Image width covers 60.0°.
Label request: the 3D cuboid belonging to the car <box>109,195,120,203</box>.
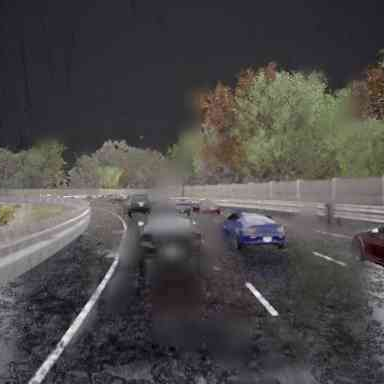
[{"bbox_3d":[-16.091,1.326,70.108,2.097,1.767,4.553,0,0,-26],"label":"car"}]

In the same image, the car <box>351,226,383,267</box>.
[{"bbox_3d":[6.195,1.531,9.333,1.994,1.385,4.181,0,0,3],"label":"car"}]

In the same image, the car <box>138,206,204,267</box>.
[{"bbox_3d":[-0.828,1.466,11.435,1.882,1.535,5.008,0,0,-7],"label":"car"}]

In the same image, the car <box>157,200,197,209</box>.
[{"bbox_3d":[-1.554,1.457,31.312,2.128,1.511,4.902,0,0,-17],"label":"car"}]

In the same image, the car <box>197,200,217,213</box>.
[{"bbox_3d":[1.298,1.516,33.681,1.994,1.385,4.181,0,0,-18],"label":"car"}]

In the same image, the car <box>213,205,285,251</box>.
[{"bbox_3d":[2.366,1.499,14.007,1.812,1.442,4.674,0,0,-7],"label":"car"}]

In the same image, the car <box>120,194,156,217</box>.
[{"bbox_3d":[-5.190,1.201,31.358,2.150,2.045,5.566,0,0,-17],"label":"car"}]
